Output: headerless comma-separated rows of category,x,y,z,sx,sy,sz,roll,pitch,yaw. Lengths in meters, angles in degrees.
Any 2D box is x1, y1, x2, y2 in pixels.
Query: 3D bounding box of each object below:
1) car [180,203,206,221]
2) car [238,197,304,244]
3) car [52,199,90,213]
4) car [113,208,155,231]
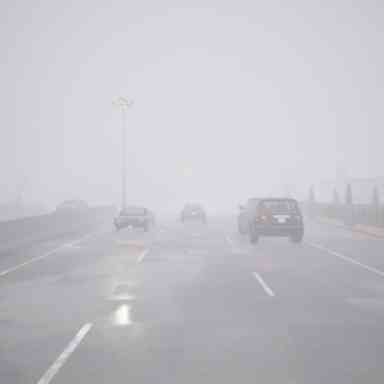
car,0.087,1.598,27.044,1.994,1.385,4.181,0,0,0
car,3.592,1.234,15.974,2.150,2.045,5.566,0,0,0
car,-10.608,1.420,29.428,2.097,1.767,4.553,0,-1,0
car,-3.409,1.617,20.567,1.895,1.301,4.718,0,0,0
